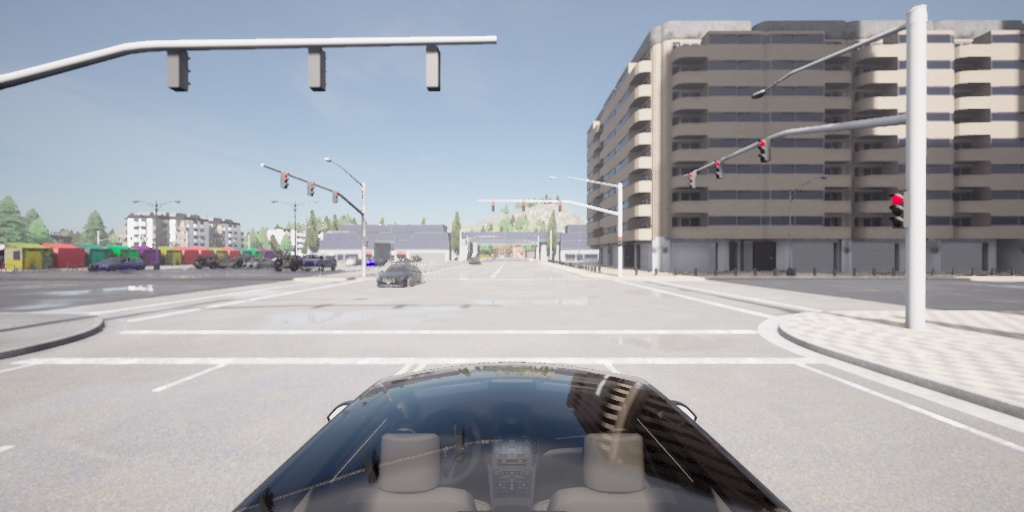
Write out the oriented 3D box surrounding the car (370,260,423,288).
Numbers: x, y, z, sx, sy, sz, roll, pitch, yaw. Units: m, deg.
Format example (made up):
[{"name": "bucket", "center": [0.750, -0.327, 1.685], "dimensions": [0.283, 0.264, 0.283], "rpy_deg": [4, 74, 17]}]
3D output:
[{"name": "car", "center": [-7.001, 1.236, 22.751], "dimensions": [1.837, 1.490, 4.892], "rpy_deg": [0, 1, 0]}]
